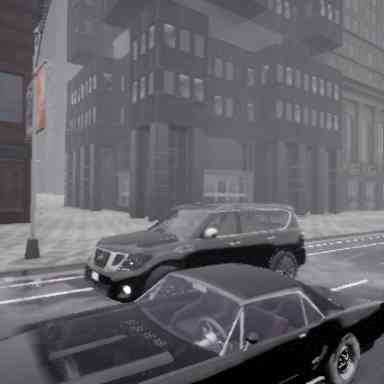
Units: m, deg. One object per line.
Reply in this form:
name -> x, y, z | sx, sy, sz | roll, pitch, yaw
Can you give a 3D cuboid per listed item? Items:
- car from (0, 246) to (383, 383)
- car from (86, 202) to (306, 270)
car -> 0.191, 1.633, 3.824 | 4.718, 1.301, 1.895 | 1, -1, -36
car -> 0.405, 1.290, 7.970 | 5.566, 2.045, 2.150 | 1, -1, -36
